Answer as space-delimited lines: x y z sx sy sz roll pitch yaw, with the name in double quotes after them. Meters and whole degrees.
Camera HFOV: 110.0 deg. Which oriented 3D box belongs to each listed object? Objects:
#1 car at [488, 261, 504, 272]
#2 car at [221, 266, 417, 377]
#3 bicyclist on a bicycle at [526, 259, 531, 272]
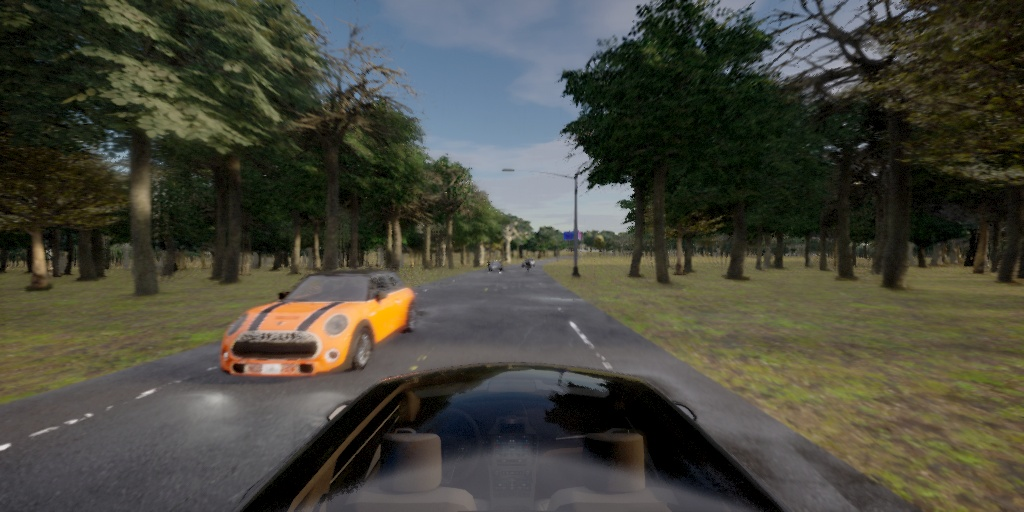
-2.213 1.399 50.007 2.128 1.511 4.902 0 0 4 "car"
-3.566 1.090 7.594 2.097 1.767 4.553 0 0 0 "car"
1.886 1.252 42.070 0.659 1.776 1.843 0 0 3 "bicyclist on a bicycle"
